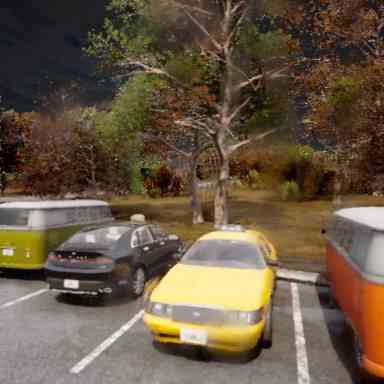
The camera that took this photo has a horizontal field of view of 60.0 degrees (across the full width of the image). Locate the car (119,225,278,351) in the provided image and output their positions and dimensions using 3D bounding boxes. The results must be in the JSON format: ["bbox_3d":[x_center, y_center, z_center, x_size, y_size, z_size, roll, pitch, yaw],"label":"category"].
[{"bbox_3d":[0.741,1.480,6.685,1.946,1.575,5.366,1,-1,16],"label":"car"}]

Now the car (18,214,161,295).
[{"bbox_3d":[-1.614,1.487,8.567,2.231,1.521,4.892,0,-1,15],"label":"car"}]

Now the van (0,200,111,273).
[{"bbox_3d":[-3.981,1.265,10.397,1.878,1.987,4.442,0,-1,16],"label":"van"}]

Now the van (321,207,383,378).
[{"bbox_3d":[3.216,1.262,5.271,1.878,1.987,4.442,0,-1,15],"label":"van"}]
